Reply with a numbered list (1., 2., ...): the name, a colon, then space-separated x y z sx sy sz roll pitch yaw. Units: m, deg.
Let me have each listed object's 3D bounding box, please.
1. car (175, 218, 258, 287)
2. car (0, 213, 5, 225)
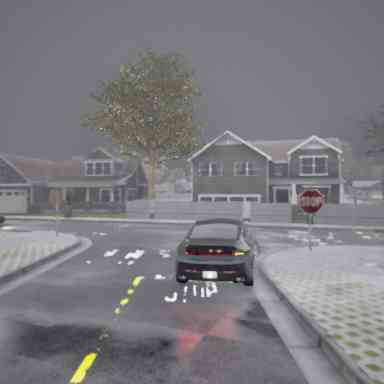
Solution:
1. car: 0.836 1.495 9.406 1.837 1.490 4.892 -1 0 11
2. car: -13.878 1.474 20.649 4.181 1.385 1.994 0 0 13
